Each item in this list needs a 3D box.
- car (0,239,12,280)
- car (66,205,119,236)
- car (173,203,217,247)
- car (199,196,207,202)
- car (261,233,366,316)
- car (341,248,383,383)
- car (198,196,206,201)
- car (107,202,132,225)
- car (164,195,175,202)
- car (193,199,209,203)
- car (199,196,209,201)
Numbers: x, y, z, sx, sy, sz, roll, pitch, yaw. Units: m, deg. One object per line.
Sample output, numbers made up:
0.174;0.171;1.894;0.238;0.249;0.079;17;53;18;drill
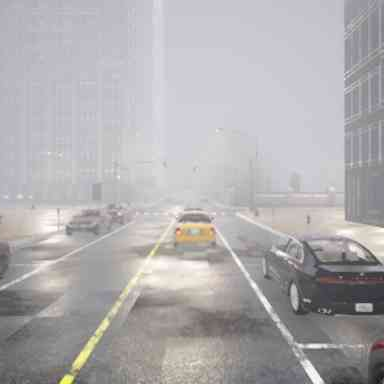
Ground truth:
-5.683;1.608;7.404;1.802;1.307;4.206;0;0;0;car
-5.669;1.639;18.792;1.802;1.307;4.206;0;0;0;car
0.117;1.504;15.273;1.801;1.575;5.366;0;0;0;car
2.792;1.705;84.613;1.887;1.381;4.507;0;0;0;car
2.698;1.577;7.392;2.008;1.369;4.403;0;0;0;car
2.691;1.447;1.699;1.967;1.590;4.097;0;0;0;car
2.799;1.716;90.173;2.008;1.369;4.403;0;0;0;car
-5.662;1.509;24.485;1.967;1.590;4.097;0;0;0;car
-5.741;1.719;79.007;1.947;1.339;4.313;0;0;0;car
0.151;1.625;29.244;2.033;1.411;5.357;0;0;0;car
2.839;1.711;73.498;1.947;1.339;4.313;0;0;0;car
